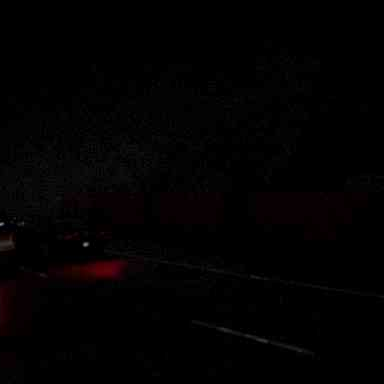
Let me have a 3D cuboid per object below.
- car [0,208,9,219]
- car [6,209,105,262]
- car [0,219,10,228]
[{"bbox_3d":[-12.661,1.768,21.868,1.812,1.442,4.674,0,0,-33],"label":"car"},{"bbox_3d":[-5.262,1.606,12.813,1.882,1.535,5.008,0,0,-45],"label":"car"},{"bbox_3d":[-7.590,1.616,10.180,2.128,1.511,4.902,0,0,-45],"label":"car"}]
